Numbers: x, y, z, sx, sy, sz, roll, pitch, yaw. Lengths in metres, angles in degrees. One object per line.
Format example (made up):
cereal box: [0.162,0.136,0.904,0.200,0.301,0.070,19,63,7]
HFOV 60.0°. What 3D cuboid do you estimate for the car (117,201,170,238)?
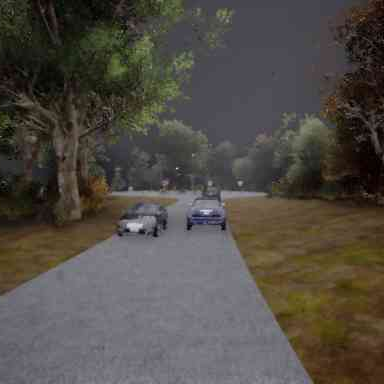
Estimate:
car: [-2.237,1.250,16.258,2.128,1.511,4.902,1,2,4]

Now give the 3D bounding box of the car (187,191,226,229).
car: [0.870,1.050,19.268,2.097,1.767,4.553,0,2,3]

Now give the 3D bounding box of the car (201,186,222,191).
car: [2.241,0.305,38.929,2.150,2.045,5.566,0,2,5]
